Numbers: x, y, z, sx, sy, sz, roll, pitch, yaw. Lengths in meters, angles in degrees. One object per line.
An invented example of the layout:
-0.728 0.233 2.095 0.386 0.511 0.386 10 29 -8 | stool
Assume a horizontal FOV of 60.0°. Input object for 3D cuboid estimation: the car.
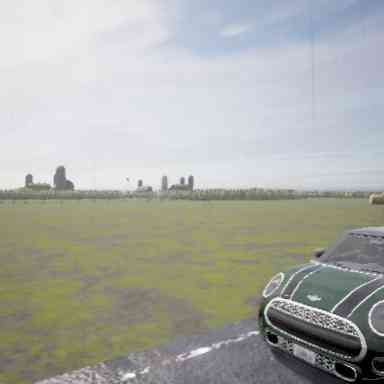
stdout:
3.192 1.382 5.352 4.553 1.767 2.097 0 0 -36 | car
